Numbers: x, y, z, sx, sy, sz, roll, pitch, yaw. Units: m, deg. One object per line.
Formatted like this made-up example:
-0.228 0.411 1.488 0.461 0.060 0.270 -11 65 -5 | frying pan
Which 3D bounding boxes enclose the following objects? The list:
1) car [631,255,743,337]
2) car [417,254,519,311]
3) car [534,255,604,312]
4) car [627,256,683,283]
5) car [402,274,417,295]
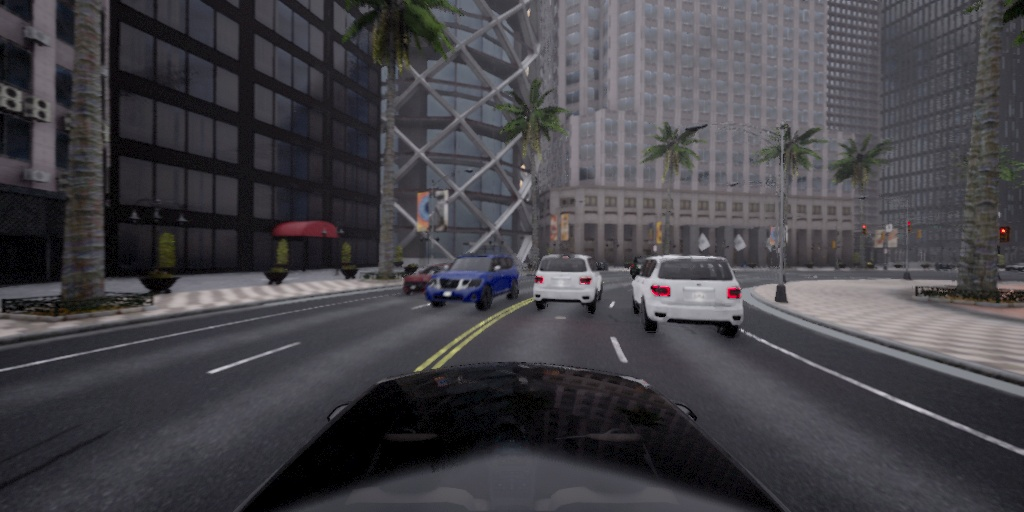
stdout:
4.906 0.993 10.766 2.150 2.045 5.566 0 0 14 | car
-1.350 0.933 14.819 2.150 2.045 5.566 0 0 18 | car
2.404 0.966 14.462 2.150 2.045 5.566 0 0 17 | car
12.064 1.013 30.038 5.566 2.045 2.150 0 0 -43 | car
-3.601 1.163 18.703 1.882 1.535 5.008 0 0 22 | car
